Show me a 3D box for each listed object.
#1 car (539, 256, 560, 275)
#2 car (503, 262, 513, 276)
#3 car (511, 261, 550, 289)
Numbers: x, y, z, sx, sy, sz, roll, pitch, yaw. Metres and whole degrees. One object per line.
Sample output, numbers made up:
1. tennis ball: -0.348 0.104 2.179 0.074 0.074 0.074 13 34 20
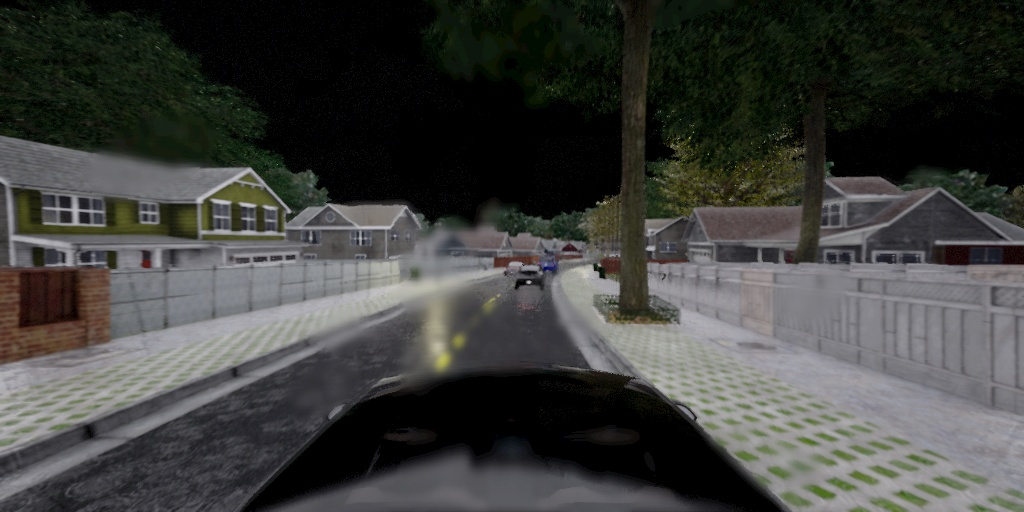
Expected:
1. car: 4.191 1.019 41.015 2.150 2.045 5.566 1 0 12
2. car: 0.416 1.297 36.705 1.812 1.442 4.674 1 0 11
3. car: 1.301 1.305 23.460 1.837 1.490 4.892 0 0 8
